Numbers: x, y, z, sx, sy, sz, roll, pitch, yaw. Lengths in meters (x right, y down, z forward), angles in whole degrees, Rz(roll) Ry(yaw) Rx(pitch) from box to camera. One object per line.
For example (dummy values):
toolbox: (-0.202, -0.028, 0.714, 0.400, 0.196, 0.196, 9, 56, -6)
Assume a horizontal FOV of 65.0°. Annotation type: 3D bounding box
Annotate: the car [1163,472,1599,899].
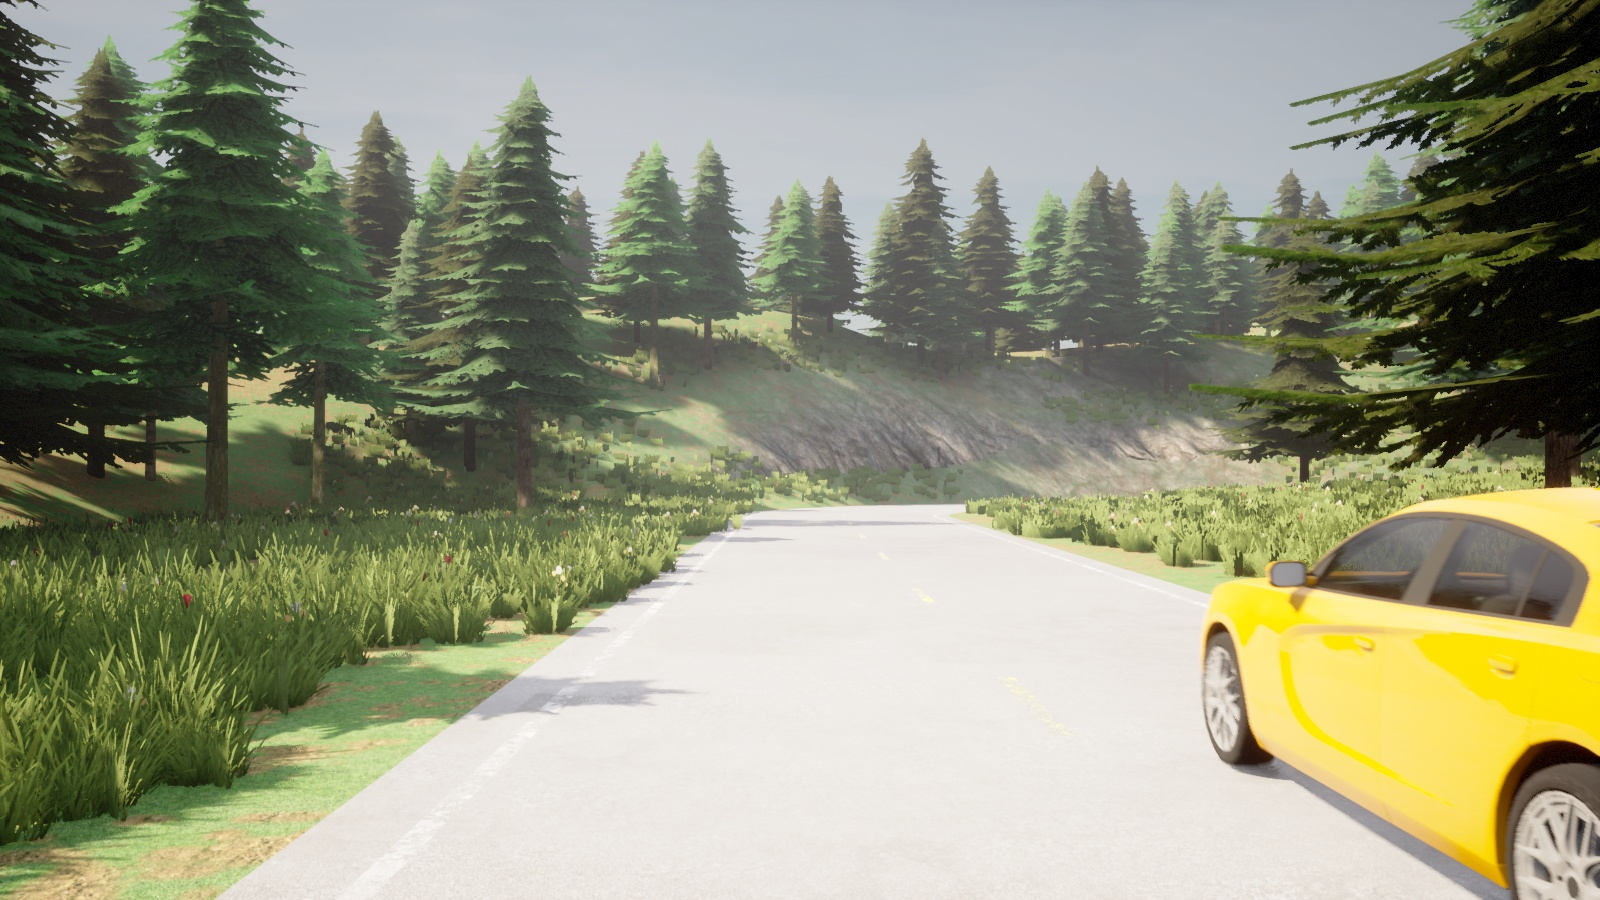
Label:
car: (3.187, 0.867, 5.219, 1.882, 1.535, 5.008, 0, -1, 0)
